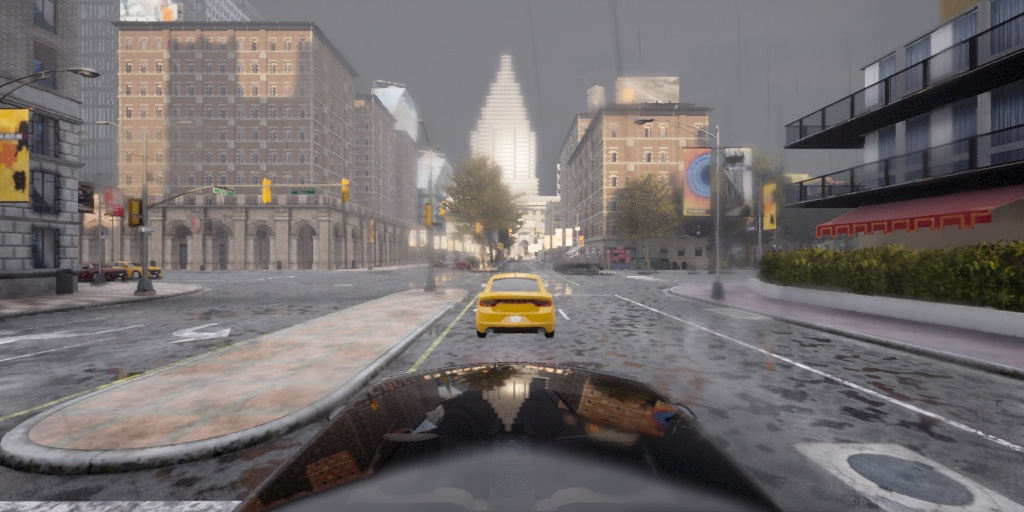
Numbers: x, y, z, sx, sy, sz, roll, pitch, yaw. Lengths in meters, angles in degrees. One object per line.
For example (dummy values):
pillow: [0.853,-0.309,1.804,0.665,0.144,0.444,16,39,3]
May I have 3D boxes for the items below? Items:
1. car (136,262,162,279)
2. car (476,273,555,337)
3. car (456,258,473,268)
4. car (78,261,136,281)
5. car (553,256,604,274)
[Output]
car: [-34.574,1.228,32.336,5.008,1.535,1.882,0,0,0]
car: [0.094,1.228,10.331,1.882,1.535,5.008,0,0,0]
car: [-7.986,1.351,59.072,1.895,1.301,4.718,0,0,0]
car: [-33.938,1.228,28.838,5.008,1.535,1.882,0,0,0]
car: [7.337,0.970,39.696,5.566,2.045,2.150,0,0,0]
